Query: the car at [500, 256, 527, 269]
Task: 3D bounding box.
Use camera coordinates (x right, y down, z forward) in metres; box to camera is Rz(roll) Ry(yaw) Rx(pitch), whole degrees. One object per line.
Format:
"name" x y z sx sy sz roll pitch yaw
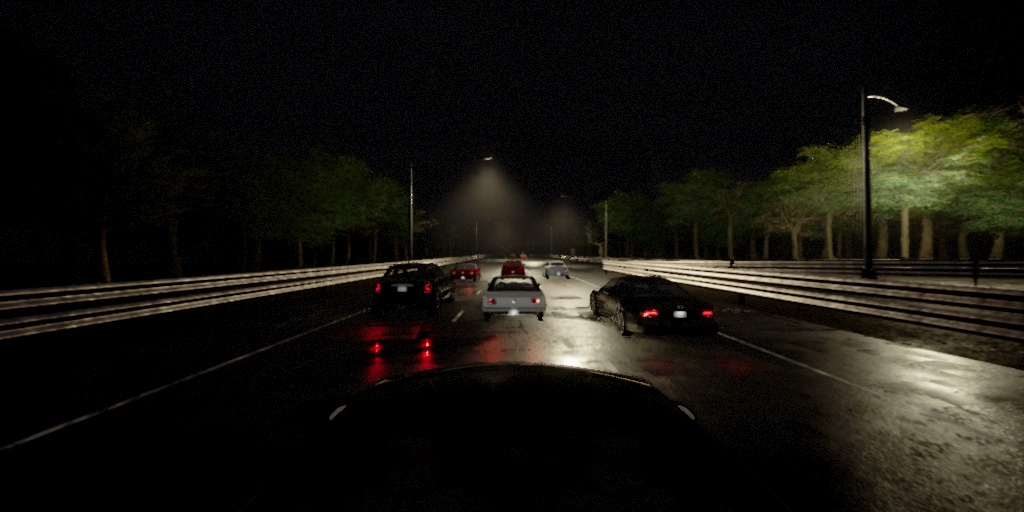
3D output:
"car" 0.094 1.051 30.345 1.882 1.535 5.008 0 1 0

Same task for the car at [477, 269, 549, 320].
"car" 0.069 1.298 12.348 1.895 1.301 4.718 0 0 0

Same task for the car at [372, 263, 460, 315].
"car" -3.426 1.044 13.355 2.097 1.767 4.553 0 0 0

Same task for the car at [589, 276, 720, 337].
"car" 3.549 1.256 10.035 2.033 1.411 5.357 0 0 1

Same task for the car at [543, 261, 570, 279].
"car" 3.591 1.104 29.765 1.812 1.442 4.674 0 1 0

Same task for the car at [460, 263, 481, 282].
"car" -3.425 1.203 27.326 1.895 1.301 4.718 0 1 0
